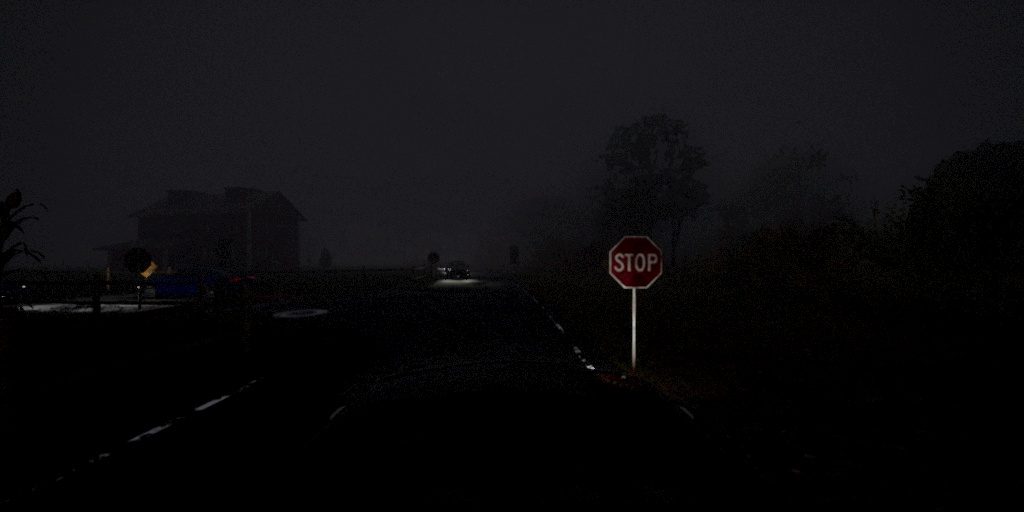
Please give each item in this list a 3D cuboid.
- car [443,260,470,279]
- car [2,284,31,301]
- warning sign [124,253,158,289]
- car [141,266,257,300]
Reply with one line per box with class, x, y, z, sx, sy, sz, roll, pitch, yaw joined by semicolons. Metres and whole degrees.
car;-5.002;1.205;33.289;2.097;1.767;4.553;0;0;-9
car;-23.751;1.428;15.203;4.718;1.301;1.895;0;0;2
warning sign;-20.846;0.926;20.414;1.060;1.860;1.300;0;0;2
car;-15.570;1.287;17.886;5.008;1.535;1.882;0;0;3
